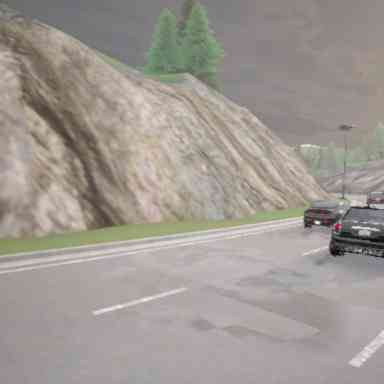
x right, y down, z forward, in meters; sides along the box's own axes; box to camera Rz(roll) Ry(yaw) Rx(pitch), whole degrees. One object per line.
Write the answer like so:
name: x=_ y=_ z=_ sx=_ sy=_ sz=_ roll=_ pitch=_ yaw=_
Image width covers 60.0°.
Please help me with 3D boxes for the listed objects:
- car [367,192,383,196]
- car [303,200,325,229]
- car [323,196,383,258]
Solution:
car: x=20.984 y=0.830 z=37.704 sx=2.097 sy=1.767 sz=4.553 roll=3 pitch=2 yaw=28
car: x=7.520 y=1.182 z=17.643 sx=1.837 sy=1.490 sz=4.892 roll=4 pitch=3 yaw=40
car: x=6.404 y=1.193 z=11.095 sx=2.097 sy=1.767 sz=4.553 roll=3 pitch=2 yaw=43
